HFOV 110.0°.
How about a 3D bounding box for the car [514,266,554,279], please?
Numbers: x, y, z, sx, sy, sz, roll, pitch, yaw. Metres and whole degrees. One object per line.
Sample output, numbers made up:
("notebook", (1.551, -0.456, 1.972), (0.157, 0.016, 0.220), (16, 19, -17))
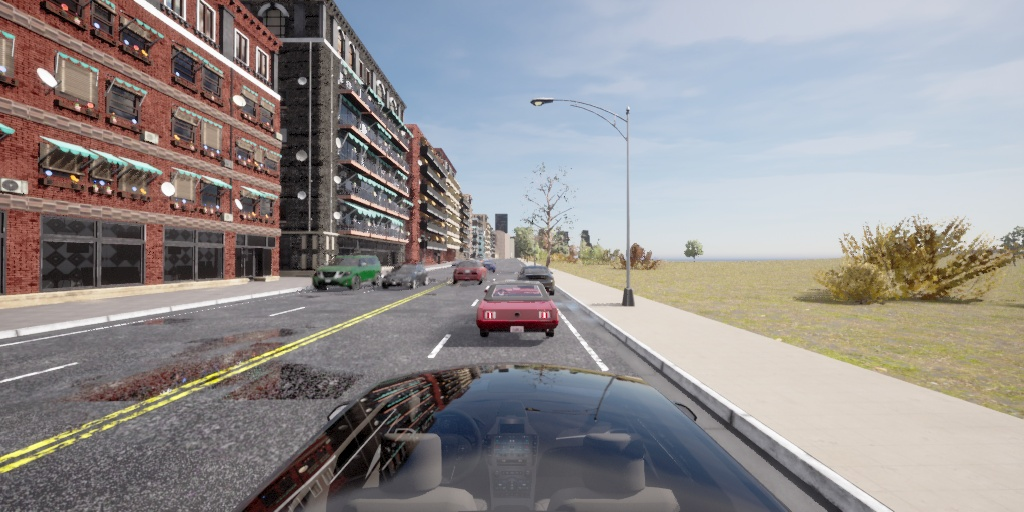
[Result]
("car", (1.210, 1.257, 19.435), (1.837, 1.490, 4.892), (0, 0, 0))

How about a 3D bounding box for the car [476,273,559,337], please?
("car", (0.133, 1.352, 10.235), (1.895, 1.301, 4.718), (0, 0, 0))

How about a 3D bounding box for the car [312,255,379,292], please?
("car", (-9.766, 0.973, 21.807), (2.150, 2.045, 5.566), (0, 0, 0))

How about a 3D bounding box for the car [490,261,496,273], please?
("car", (-2.972, 1.277, 44.655), (1.812, 1.442, 4.674), (0, 0, 0))

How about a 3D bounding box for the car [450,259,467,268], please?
("car", (-9.537, 1.297, 64.207), (2.033, 1.411, 5.357), (0, 0, 1))

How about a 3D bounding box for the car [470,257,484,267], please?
("car", (-6.290, 1.102, 64.791), (2.097, 1.767, 4.553), (0, 0, 1))

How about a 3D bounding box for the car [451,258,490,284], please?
("car", (-3.050, 1.105, 26.925), (2.097, 1.767, 4.553), (0, 0, 1))

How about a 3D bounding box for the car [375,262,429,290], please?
("car", (-6.517, 1.257, 22.287), (1.837, 1.490, 4.892), (0, 0, 0))
